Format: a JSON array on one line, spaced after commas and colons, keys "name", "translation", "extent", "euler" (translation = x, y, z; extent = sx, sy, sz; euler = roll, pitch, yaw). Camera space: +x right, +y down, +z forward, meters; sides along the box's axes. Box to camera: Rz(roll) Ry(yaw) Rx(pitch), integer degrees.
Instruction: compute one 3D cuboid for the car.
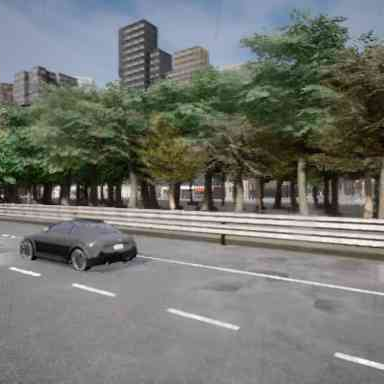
[{"name": "car", "translation": [-3.768, 1.569, 10.863], "extent": [4.181, 1.385, 1.994], "euler": [0, 0, 36]}]
